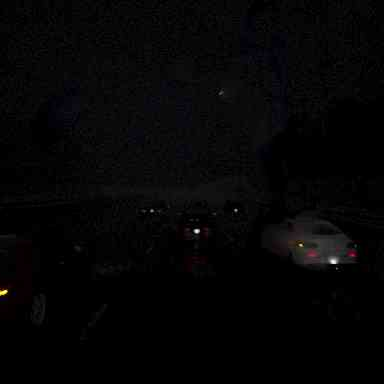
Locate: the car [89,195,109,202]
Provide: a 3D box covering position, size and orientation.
[{"bbox_3d":[-15.997,1.173,58.836,1.895,1.301,4.718,0,1,4],"label":"car"}]

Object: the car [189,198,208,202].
[{"bbox_3d":[0.671,1.371,34.637,1.882,1.535,5.008,0,1,2],"label":"car"}]

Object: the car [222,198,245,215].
[{"bbox_3d":[4.130,1.415,33.176,1.837,1.490,4.892,0,1,2],"label":"car"}]

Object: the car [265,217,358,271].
[{"bbox_3d":[3.676,1.547,10.884,1.812,1.442,4.674,0,0,1],"label":"car"}]

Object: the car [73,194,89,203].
[{"bbox_3d":[-19.490,1.061,59.025,2.128,1.511,4.902,0,1,3],"label":"car"}]

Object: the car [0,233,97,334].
[{"bbox_3d":[-3.366,1.541,6.661,1.812,1.442,4.674,0,0,0],"label":"car"}]

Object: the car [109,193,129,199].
[{"bbox_3d":[-12.503,0.927,58.731,2.097,1.767,4.553,0,1,3],"label":"car"}]

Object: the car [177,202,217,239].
[{"bbox_3d":[0.265,1.514,17.566,1.837,1.490,4.892,0,0,1],"label":"car"}]

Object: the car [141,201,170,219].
[{"bbox_3d":[-3.018,1.498,28.106,2.033,1.411,5.357,0,0,2],"label":"car"}]
